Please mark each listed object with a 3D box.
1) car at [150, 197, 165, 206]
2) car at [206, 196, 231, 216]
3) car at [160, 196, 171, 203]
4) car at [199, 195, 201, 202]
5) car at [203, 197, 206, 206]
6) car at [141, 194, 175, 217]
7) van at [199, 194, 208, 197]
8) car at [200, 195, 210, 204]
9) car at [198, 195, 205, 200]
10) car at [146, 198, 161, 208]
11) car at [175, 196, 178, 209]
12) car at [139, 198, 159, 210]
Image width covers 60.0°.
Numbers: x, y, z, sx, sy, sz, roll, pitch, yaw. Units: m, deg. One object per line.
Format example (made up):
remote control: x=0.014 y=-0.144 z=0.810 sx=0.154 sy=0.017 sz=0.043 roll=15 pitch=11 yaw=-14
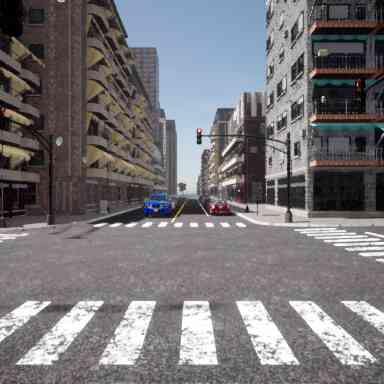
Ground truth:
car: x=-5.667 y=1.581 z=55.182 sx=1.947 sy=1.339 sz=4.313 roll=0 pitch=0 yaw=0
car: x=2.705 y=1.447 z=33.041 sx=1.967 sy=1.590 sz=4.097 roll=0 pitch=0 yaw=0
car: x=-5.661 y=1.570 z=71.784 sx=1.887 sy=1.381 sz=4.507 roll=0 pitch=0 yaw=0
car: x=2.715 y=1.600 z=60.712 sx=1.802 sy=1.307 sz=4.206 roll=0 pitch=0 yaw=0
car: x=2.707 y=1.559 z=38.575 sx=2.008 sy=1.369 sz=4.403 roll=0 pitch=0 yaw=0
car: x=-3.087 y=1.228 z=31.190 sx=2.150 sy=2.045 sz=5.566 roll=0 pitch=0 yaw=0
van: x=2.718 y=1.362 z=66.247 sx=1.690 sy=1.788 sz=3.998 roll=0 pitch=0 yaw=0
car: x=2.713 y=1.597 z=55.178 sx=1.802 sy=1.307 sz=4.206 roll=0 pitch=0 yaw=0
car: x=2.727 y=1.587 z=93.917 sx=1.887 sy=1.381 sz=4.507 roll=0 pitch=0 yaw=0
car: x=-5.669 y=1.594 z=49.647 sx=1.802 sy=1.307 sz=4.206 roll=0 pitch=0 yaw=0
car: x=-3.085 y=1.535 z=40.988 sx=1.812 sy=1.442 sz=4.674 roll=0 pitch=0 yaw=1
car: x=-5.672 y=1.561 z=44.113 sx=2.008 sy=1.369 sz=4.403 roll=0 pitch=0 yaw=0
